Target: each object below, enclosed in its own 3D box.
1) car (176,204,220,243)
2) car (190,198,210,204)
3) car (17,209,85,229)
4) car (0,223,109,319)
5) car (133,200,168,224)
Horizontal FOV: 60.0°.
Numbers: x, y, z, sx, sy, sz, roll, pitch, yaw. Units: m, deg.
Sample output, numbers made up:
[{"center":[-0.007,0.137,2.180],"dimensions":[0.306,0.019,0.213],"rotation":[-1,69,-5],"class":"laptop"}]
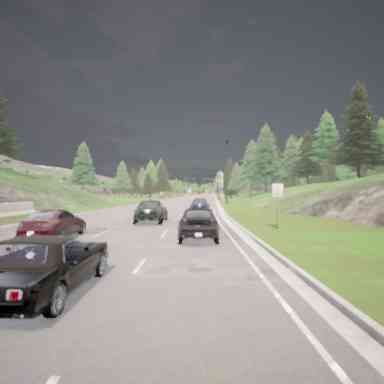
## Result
[{"center":[0.303,1.539,16.286],"dimensions":[1.837,1.490,4.892],"rotation":[0,0,1],"class":"car"},{"center":[0.876,1.428,35.904],"dimensions":[2.097,1.767,4.553],"rotation":[0,0,3],"class":"car"},{"center":[-6.698,1.554,16.182],"dimensions":[1.812,1.442,4.674],"rotation":[0,0,1],"class":"car"},{"center":[-3.280,1.614,7.346],"dimensions":[1.895,1.301,4.718],"rotation":[0,0,1],"class":"car"},{"center":[-3.042,1.402,25.250],"dimensions":[2.097,1.767,4.553],"rotation":[0,0,1],"class":"car"}]
